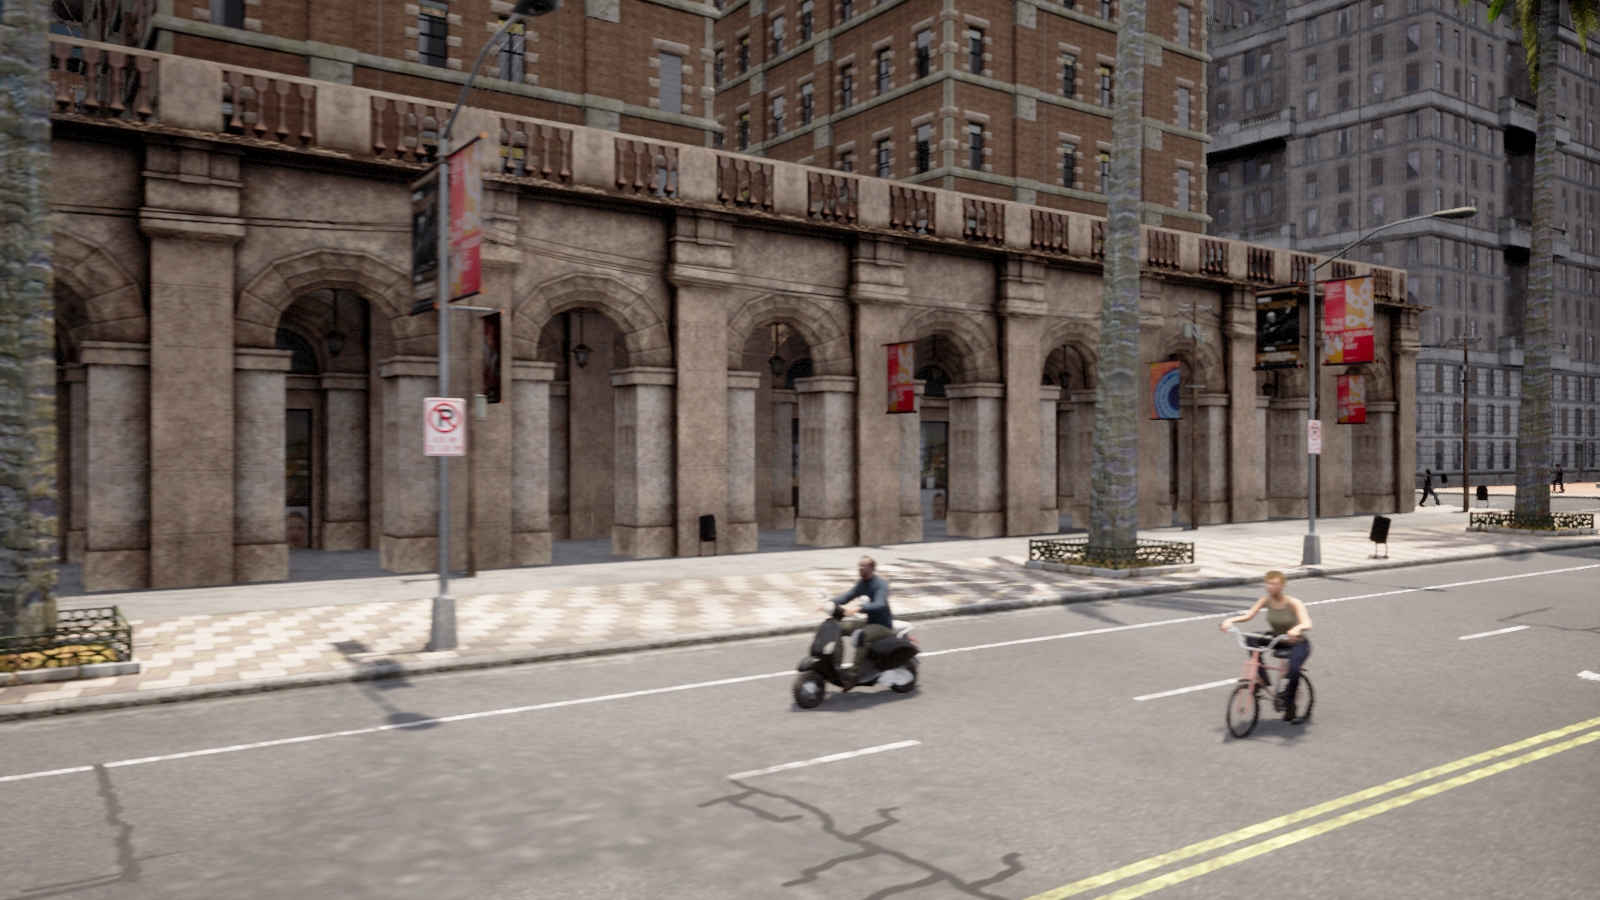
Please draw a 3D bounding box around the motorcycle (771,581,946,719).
[{"bbox_3d":[0.666,2.182,12.761,1.805,1.236,0.856,0,0,-35],"label":"motorcycle"}]

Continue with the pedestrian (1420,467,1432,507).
[{"bbox_3d":[28.922,1.696,52.777,0.375,1.860,0.375,0,0,-36],"label":"pedestrian"}]
